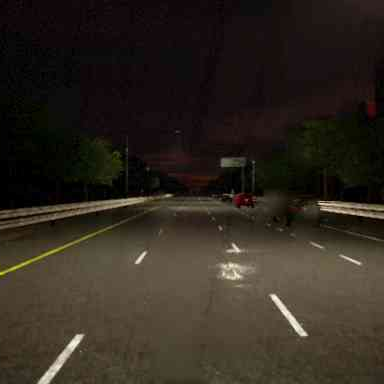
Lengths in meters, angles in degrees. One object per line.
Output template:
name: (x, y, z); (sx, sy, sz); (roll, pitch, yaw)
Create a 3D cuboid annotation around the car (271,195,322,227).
car: (7.035, 1.229, 22.980); (2.150, 2.045, 5.566); (0, 0, 0)

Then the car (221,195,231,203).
car: (7.290, 1.508, 70.454); (1.837, 1.490, 4.892); (0, 0, 0)

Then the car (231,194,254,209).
car: (7.126, 1.235, 45.815); (2.150, 2.045, 5.566); (0, 0, 0)
